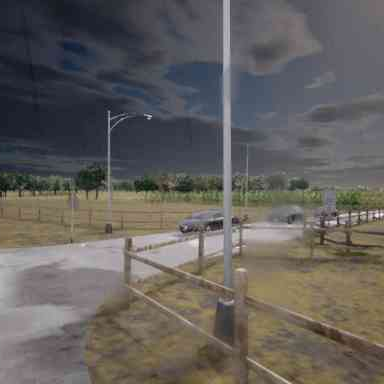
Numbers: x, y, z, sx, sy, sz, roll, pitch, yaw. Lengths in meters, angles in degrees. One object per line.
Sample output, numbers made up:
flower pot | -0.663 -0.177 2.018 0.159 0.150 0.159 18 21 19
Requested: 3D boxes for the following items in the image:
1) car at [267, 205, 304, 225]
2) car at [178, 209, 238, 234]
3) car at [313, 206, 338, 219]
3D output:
car | 8.732 1.983 30.826 2.097 1.767 4.553 1 -1 38
car | 1.143 1.854 21.042 1.837 1.490 4.892 1 -1 38
car | 16.357 2.452 40.603 1.837 1.490 4.892 1 -1 40
